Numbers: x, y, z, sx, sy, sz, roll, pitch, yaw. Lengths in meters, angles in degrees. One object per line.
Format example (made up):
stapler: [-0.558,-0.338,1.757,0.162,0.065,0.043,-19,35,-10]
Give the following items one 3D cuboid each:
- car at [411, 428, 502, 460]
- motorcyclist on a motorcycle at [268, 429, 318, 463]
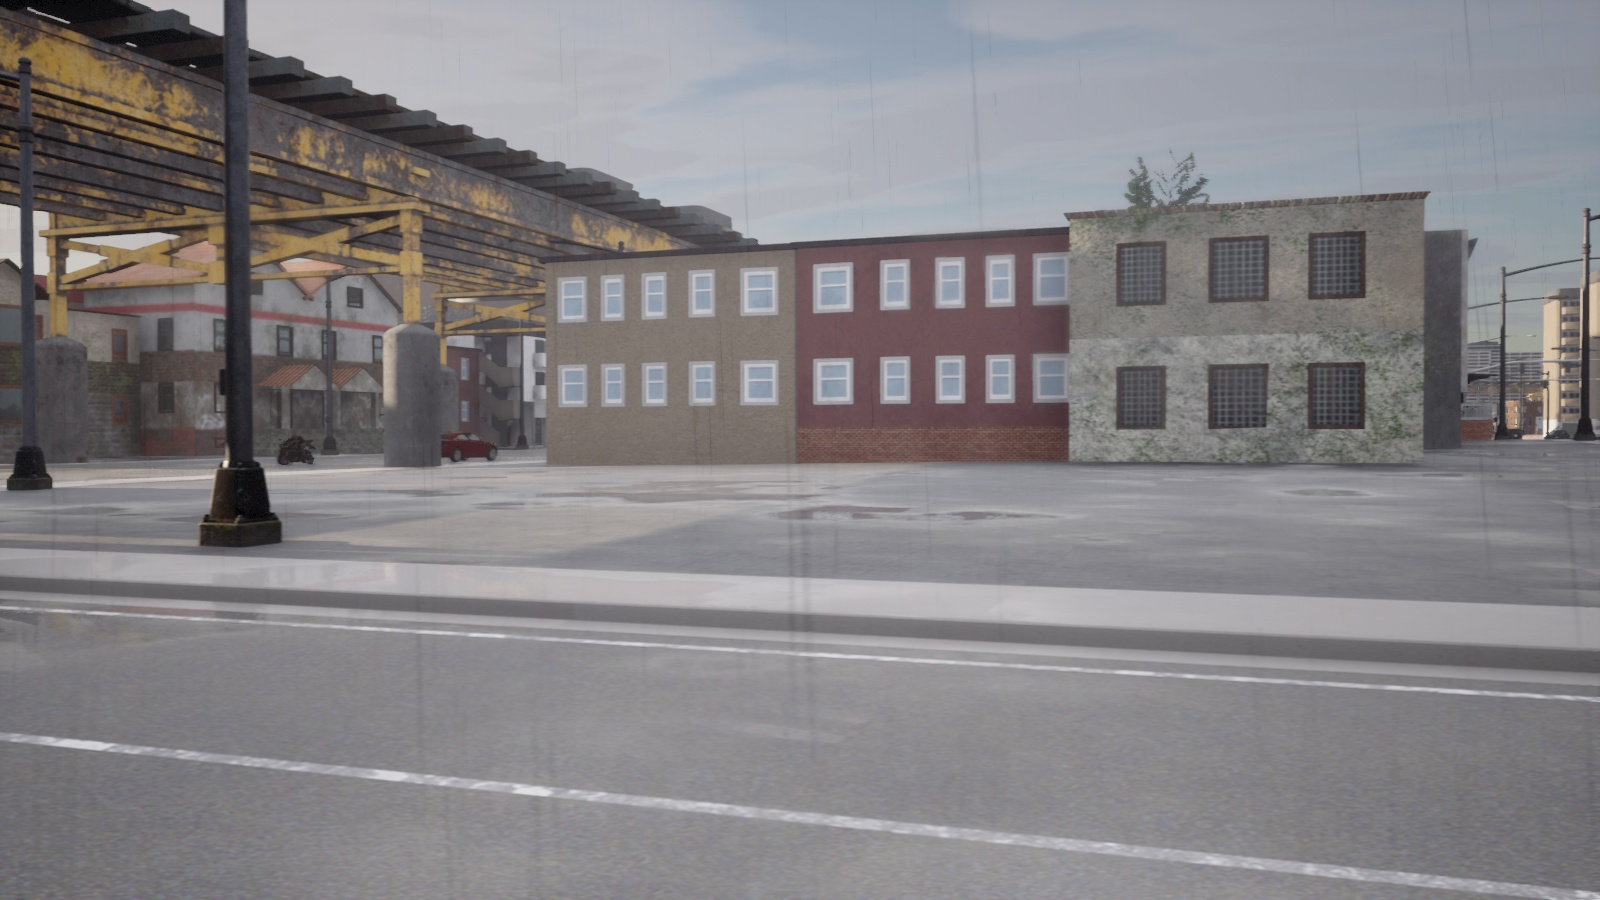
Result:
car: [-17.148,-0.325,62.970,1.882,1.535,5.008,1,1,20]
motorcyclist on a motorcycle: [-23.010,-0.201,57.067,0.866,1.530,2.191,1,1,20]
